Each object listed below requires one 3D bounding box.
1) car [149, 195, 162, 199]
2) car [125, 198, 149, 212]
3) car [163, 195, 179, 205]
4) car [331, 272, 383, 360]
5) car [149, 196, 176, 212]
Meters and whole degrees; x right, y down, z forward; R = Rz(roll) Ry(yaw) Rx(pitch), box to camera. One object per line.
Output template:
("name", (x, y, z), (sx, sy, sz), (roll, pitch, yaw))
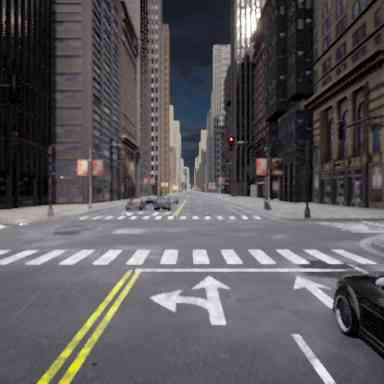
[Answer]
("car", (-6.554, 1.535, 55.106), (1.895, 1.301, 4.718), (0, 0, 1))
("car", (-6.588, 1.484, 39.121), (1.812, 1.442, 4.674), (0, 0, 0))
("car", (-3.293, 1.422, 56.879), (2.128, 1.511, 4.902), (0, 0, 1))
("car", (3.350, 1.561, 3.976), (1.994, 1.385, 4.181), (0, 0, 0))
("car", (-3.341, 1.506, 38.916), (2.033, 1.411, 5.357), (0, 0, 0))
